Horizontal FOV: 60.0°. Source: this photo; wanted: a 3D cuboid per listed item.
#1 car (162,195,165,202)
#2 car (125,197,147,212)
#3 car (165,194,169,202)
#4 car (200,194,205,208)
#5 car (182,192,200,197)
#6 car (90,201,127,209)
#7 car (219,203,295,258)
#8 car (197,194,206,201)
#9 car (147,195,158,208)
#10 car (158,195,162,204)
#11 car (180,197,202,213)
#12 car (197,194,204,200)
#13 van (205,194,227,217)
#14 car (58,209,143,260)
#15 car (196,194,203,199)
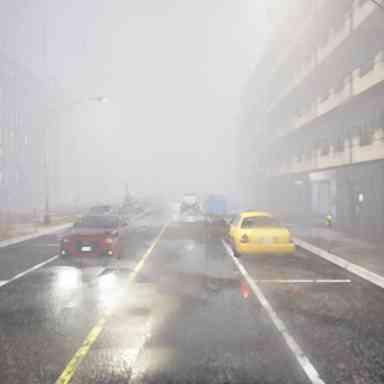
[{"bbox_3d":[-6.073,1.215,55.025,1.967,1.590,4.097,0,0,0],"label":"car"},{"bbox_3d":[-5.920,1.296,32.934,1.967,1.590,4.097,0,0,0],"label":"car"},{"bbox_3d":[-6.149,1.301,66.070,1.947,1.339,4.313,0,0,0],"label":"car"},{"bbox_3d":[2.385,1.356,44.036,1.887,1.381,4.507,0,0,0],"label":"car"},{"bbox_3d":[-0.291,1.015,47.120,2.150,2.045,5.566,0,-1,0],"label":"car"},{"bbox_3d":[-5.842,1.468,21.889,1.947,1.339,4.313,0,0,0],"label":"car"},{"bbox_3d":[2.266,1.397,12.464,1.801,1.575,5.366,0,0,0],"label":"car"},{"bbox_3d":[2.155,1.263,77.173,1.947,1.339,4.313,0,0,0],"label":"car"},{"bbox_3d":[-5.996,1.365,43.978,2.008,1.369,4.403,0,0,0],"label":"car"},{"bbox_3d":[-6.034,1.345,49.502,2.008,1.369,4.403,0,0,0],"label":"car"},{"bbox_3d":[-0.191,1.449,34.414,1.895,1.301,4.718,0,0,0],"label":"car"},{"bbox_3d":[2.115,1.206,82.865,1.752,1.417,4.829,0,0,0],"label":"car"},{"bbox_3d":[2.461,1.194,32.991,1.690,1.788,3.998,0,0,0],"label":"van"},{"bbox_3d":[-3.180,1.508,11.995,1.994,1.385,4.181,0,0,0],"label":"car"},{"bbox_3d":[2.076,1.190,88.389,1.752,1.417,4.829,0,0,0],"label":"car"}]
